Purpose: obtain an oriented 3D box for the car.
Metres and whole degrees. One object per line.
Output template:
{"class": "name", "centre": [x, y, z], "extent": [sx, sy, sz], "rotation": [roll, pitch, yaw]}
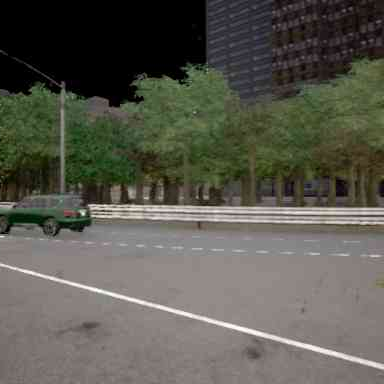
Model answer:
{"class": "car", "centre": [-8.022, 1.202, 17.896], "extent": [5.566, 2.045, 2.150], "rotation": [0, 0, 21]}
